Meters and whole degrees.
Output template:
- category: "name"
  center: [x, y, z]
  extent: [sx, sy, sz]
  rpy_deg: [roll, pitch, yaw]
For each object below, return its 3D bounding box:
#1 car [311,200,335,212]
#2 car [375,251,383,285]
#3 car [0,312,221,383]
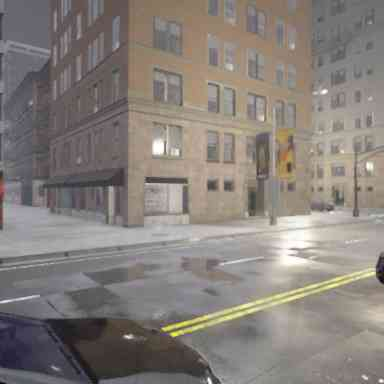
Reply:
- category: "car"
  center: [14.153, 1.566, 38.312]
  extent: [1.994, 1.385, 4.181]
  rpy_deg: [0, 0, -37]
- category: "car"
  center: [6.353, 1.570, 8.222]
  extent: [4.181, 1.385, 1.994]
  rpy_deg: [0, 0, -37]
- category: "car"
  center: [-1.716, 1.564, 2.171]
  extent: [4.181, 1.385, 1.994]
  rpy_deg: [0, 0, -37]
